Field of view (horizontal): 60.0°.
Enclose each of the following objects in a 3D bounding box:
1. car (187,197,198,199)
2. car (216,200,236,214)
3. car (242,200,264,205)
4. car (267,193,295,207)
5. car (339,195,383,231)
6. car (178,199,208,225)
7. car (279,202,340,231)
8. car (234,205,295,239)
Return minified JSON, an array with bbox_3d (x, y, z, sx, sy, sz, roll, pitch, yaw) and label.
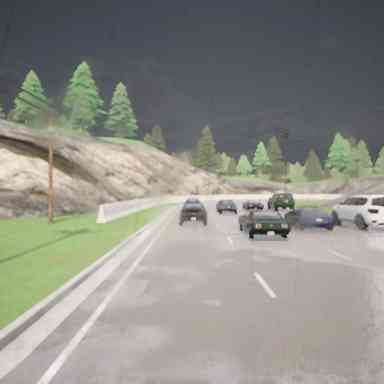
[{"bbox_3d":[0.097,1.432,42.204,1.882,1.535,5.008,0,0,0],"label":"car"},{"bbox_3d":[3.592,1.509,35.077,2.033,1.411,5.357,0,0,0],"label":"car"},{"bbox_3d":[7.090,1.559,39.132,1.895,1.301,4.718,0,0,0],"label":"car"},{"bbox_3d":[10.591,1.179,39.821,2.150,2.045,5.566,0,0,0],"label":"car"},{"bbox_3d":[10.595,1.200,20.442,2.150,2.045,5.566,0,0,0],"label":"car"},{"bbox_3d":[0.095,1.479,23.829,1.837,1.490,4.892,0,0,0],"label":"car"},{"bbox_3d":[7.097,1.542,20.568,1.994,1.385,4.181,0,0,0],"label":"car"},{"bbox_3d":[3.596,1.582,17.345,1.895,1.301,4.718,0,0,0],"label":"car"}]
